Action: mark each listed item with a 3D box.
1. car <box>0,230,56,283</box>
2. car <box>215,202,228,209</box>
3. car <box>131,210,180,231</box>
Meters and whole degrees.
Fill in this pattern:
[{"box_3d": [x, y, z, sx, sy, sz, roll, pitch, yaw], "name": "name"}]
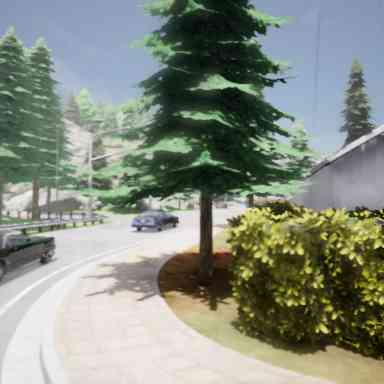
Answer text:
[{"box_3d": [-5.810, 1.760, 9.824, 1.895, 1.301, 4.718, 0, -1, 1], "name": "car"}, {"box_3d": [6.054, 2.774, 68.117, 1.812, 1.442, 4.674, 0, -1, 15], "name": "car"}, {"box_3d": [-2.501, 1.970, 23.812, 2.033, 1.411, 5.357, 0, -1, 15], "name": "car"}]
